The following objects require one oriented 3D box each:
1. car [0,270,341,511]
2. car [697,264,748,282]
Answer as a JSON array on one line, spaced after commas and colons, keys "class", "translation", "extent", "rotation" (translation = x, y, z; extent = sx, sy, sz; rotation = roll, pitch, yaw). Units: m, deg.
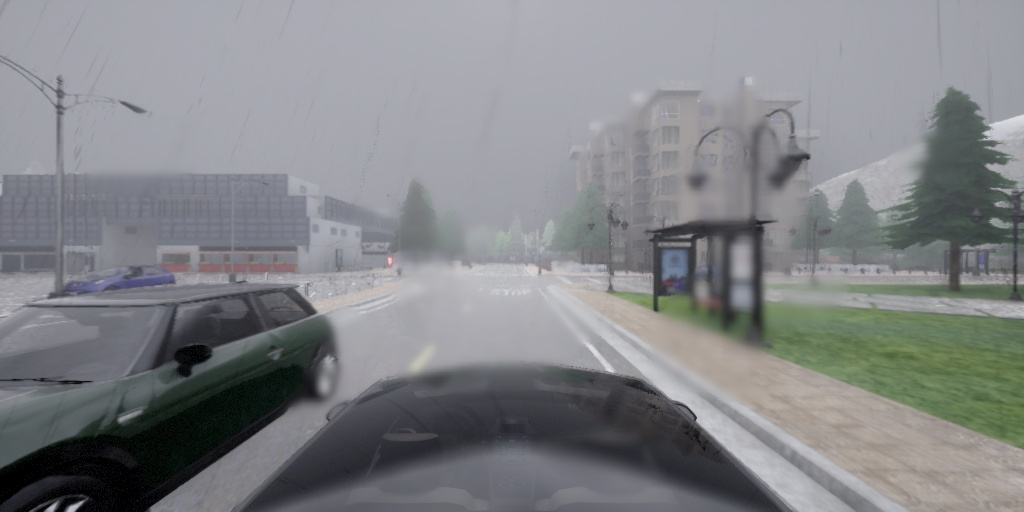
[{"class": "car", "translation": [-3.577, 1.110, 3.369], "extent": [2.097, 1.767, 4.553], "rotation": [0, 0, 0]}, {"class": "car", "translation": [17.094, 1.392, 29.517], "extent": [4.674, 1.442, 1.812], "rotation": [0, 0, 0]}]
